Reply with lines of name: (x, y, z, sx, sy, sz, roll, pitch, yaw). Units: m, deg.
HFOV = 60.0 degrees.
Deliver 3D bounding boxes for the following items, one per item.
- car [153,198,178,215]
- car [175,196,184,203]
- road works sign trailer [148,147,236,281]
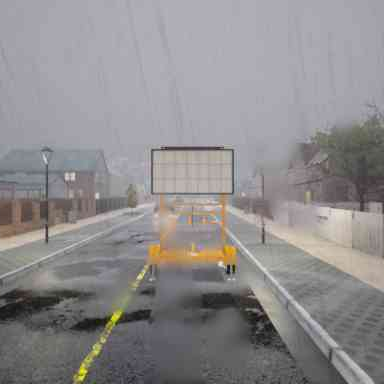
car: (-2.838, 1.620, 34.436, 1.994, 1.385, 4.181, 0, 0, 0)
car: (-2.729, 1.557, 70.397, 2.097, 1.767, 4.553, 0, 0, 0)
road works sign trailer: (0.016, 0.471, 9.851, 2.380, 3.560, 2.880, 0, 0, 0)
